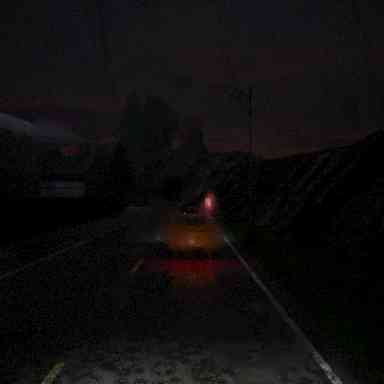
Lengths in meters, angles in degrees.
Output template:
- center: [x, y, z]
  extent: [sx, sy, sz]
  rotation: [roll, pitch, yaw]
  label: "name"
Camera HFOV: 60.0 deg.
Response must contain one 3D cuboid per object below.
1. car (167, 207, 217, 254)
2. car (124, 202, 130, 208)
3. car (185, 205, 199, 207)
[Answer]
- center: [0.017, 1.633, 14.204]
  extent: [1.882, 1.535, 5.008]
  rotation: [0, 0, 0]
  label: "car"
- center: [-14.129, 2.215, 63.399]
  extent: [4.674, 1.442, 1.812]
  rotation: [0, -1, 4]
  label: "car"
- center: [0.007, 1.840, 28.842]
  extent: [1.812, 1.442, 4.674]
  rotation: [0, 0, 0]
  label: "car"
